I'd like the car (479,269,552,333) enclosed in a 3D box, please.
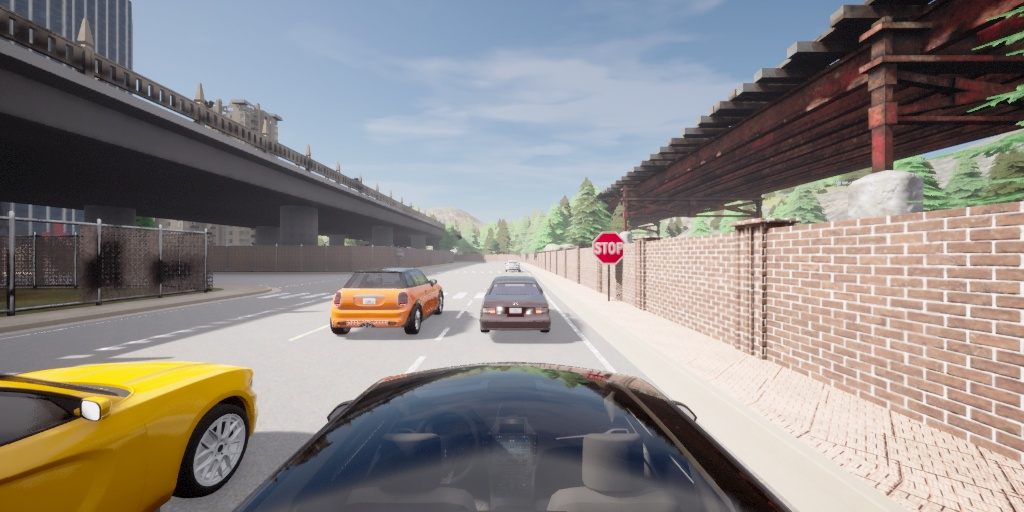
[{"bbox_3d":[0.081,1.297,10.732,2.033,1.411,5.357,0,0,0],"label":"car"}]

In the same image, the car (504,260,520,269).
[{"bbox_3d":[0.098,1.276,45.509,1.812,1.442,4.674,0,0,-1],"label":"car"}]

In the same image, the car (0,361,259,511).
[{"bbox_3d":[-3.399,1.228,1.454,1.882,1.535,5.008,0,0,0],"label":"car"}]

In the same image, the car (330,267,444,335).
[{"bbox_3d":[-3.421,1.102,10.711,2.097,1.767,4.553,0,0,0],"label":"car"}]
